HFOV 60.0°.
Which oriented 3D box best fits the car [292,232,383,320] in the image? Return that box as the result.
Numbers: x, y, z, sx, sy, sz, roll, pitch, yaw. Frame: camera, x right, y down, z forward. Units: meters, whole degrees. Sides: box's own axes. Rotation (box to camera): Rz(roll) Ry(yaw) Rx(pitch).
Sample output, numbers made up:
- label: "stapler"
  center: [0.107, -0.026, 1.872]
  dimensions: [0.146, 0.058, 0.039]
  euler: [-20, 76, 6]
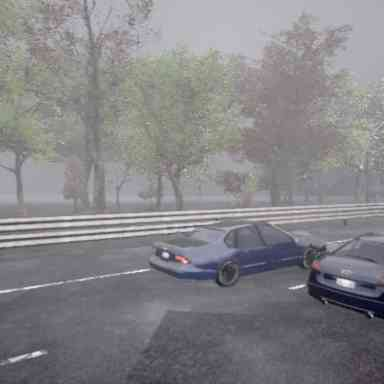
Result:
- label: "car"
  center: [4.294, 1.526, 6.831]
  dimensions: [4.181, 1.385, 1.994]
  euler: [0, 0, -34]

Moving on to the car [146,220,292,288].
- label: "car"
  center: [1.453, 1.504, 9.146]
  dimensions: [5.357, 1.411, 2.033]
  euler: [0, 0, -34]
